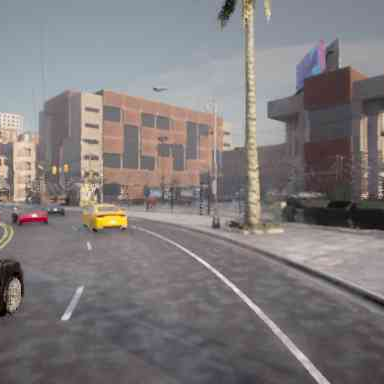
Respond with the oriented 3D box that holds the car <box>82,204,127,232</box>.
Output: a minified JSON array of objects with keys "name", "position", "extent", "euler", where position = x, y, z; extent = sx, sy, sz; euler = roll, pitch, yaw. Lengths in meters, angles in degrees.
[{"name":"car","position":[-5.433,1.478,20.327],"extent":[1.882,1.535,5.008],"euler":[0,0,-27]}]

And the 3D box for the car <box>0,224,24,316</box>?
[{"name":"car","position":[-3.991,1.508,4.542],"extent":[2.128,1.511,4.902],"euler":[0,0,-7]}]

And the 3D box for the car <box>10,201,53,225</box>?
[{"name":"car","position":[-11.946,1.596,24.388],"extent":[1.994,1.385,4.181],"euler":[0,0,-35]}]

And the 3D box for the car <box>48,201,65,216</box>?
[{"name":"car","position":[-13.890,1.596,32.130],"extent":[1.994,1.385,4.181],"euler":[0,0,-41]}]

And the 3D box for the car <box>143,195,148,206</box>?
[{"name":"car","position":[-7.444,1.219,52.416],"extent":[2.185,1.767,4.553],"euler":[0,0,-44]}]

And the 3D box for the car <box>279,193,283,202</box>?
[{"name":"car","position":[12.386,1.278,48.190],"extent":[2.002,1.452,4.674],"euler":[0,0,-44]}]
